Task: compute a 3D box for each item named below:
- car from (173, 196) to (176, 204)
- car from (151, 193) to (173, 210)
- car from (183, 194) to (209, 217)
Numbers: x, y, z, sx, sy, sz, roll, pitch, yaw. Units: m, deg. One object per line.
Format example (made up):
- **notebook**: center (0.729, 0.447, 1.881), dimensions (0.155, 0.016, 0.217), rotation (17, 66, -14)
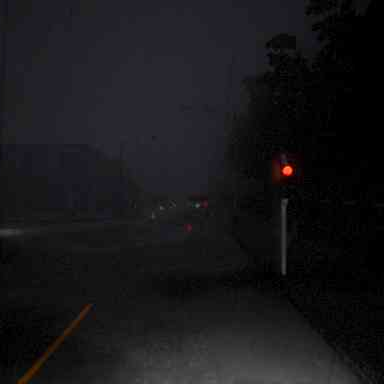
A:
- **car**: center (-4.062, 1.505, 53.834), dimensions (1.837, 1.490, 4.892), rotation (0, 0, 0)
- **car**: center (-4.076, 1.221, 43.916), dimensions (2.150, 2.045, 5.566), rotation (0, 0, 0)
- **car**: center (0.369, 1.221, 30.945), dimensions (2.150, 2.045, 5.566), rotation (0, 0, -2)
